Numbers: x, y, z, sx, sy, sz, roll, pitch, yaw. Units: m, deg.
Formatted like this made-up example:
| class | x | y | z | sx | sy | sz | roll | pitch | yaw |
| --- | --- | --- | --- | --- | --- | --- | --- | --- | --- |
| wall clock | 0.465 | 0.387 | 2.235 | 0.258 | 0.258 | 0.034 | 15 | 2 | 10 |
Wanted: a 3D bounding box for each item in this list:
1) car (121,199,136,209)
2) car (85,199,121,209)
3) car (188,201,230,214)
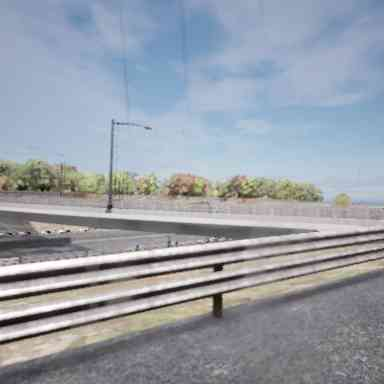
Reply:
| class | x | y | z | sx | sy | sz | roll | pitch | yaw |
| --- | --- | --- | --- | --- | --- | --- | --- | --- | --- |
| car | -10.704 | 1.768 | 50.515 | 5.008 | 1.535 | 1.882 | 1 | -1 | 30 |
| car | -13.026 | 1.772 | 47.804 | 4.718 | 1.301 | 1.895 | 1 | -1 | 30 |
| car | 1.847 | 1.750 | 36.822 | 4.674 | 1.442 | 1.812 | 1 | -1 | 22 |
